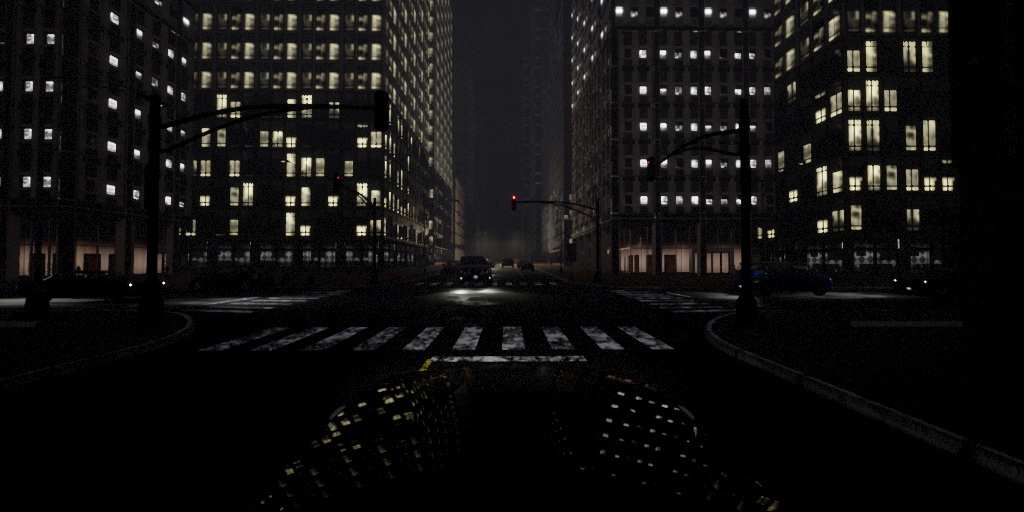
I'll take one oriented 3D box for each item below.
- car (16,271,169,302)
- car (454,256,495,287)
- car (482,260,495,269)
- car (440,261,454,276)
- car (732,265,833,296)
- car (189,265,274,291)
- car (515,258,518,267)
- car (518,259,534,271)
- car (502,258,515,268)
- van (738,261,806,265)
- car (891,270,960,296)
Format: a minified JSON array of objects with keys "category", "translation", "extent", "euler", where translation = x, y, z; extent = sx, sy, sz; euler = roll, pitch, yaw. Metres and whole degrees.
[{"category":"car","translation":[-18.068,1.300,15.661],"extent":[4.718,1.301,1.895],"euler":[0,-1,-1]},{"category":"car","translation":[-2.769,0.981,25.356],"extent":[2.150,2.045,5.566],"euler":[0,0,-10]},{"category":"car","translation":[-3.867,1.373,60.328],"extent":[1.895,1.301,4.718],"euler":[0,0,0]},{"category":"car","translation":[-6.171,1.202,37.036],"extent":[1.967,1.591,4.097],"euler":[0,0,-1]},{"category":"car","translation":[14.519,1.342,19.228],"extent":[4.674,1.442,1.812],"euler":[0,-1,-2]},{"category":"car","translation":[-16.761,1.255,21.454],"extent":[4.097,1.591,1.967],"euler":[0,0,-1]},{"category":"car","translation":[1.902,1.297,59.687],"extent":[1.751,1.417,4.829],"euler":[0,0,-1]},{"category":"car","translation":[2.056,1.349,48.362],"extent":[1.802,1.307,4.207],"euler":[0,0,-1]},{"category":"car","translation":[-0.745,1.125,63.985],"extent":[2.097,1.767,4.553],"euler":[0,0,-1]},{"category":"van","translation":[15.710,1.210,21.824],"extent":[3.998,1.789,1.690],"euler":[0,0,-1]},{"category":"car","translation":[23.562,1.434,19.334],"extent":[4.718,1.301,1.895],"euler":[0,-1,-1]}]
